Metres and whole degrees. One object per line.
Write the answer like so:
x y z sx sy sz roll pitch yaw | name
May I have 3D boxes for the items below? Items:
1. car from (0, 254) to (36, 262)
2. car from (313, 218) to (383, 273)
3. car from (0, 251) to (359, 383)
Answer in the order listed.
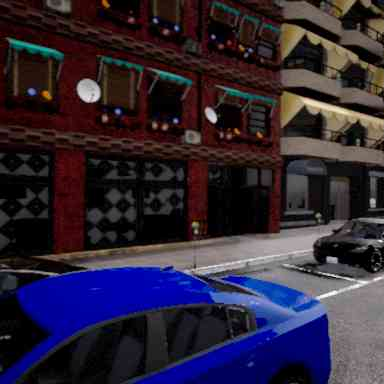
-3.345 1.568 4.161 4.313 1.339 1.947 0 1 -35 | car
5.726 1.533 10.630 4.313 1.339 1.947 0 1 -35 | car
-0.901 1.475 2.729 5.008 1.535 1.882 0 0 -35 | car
